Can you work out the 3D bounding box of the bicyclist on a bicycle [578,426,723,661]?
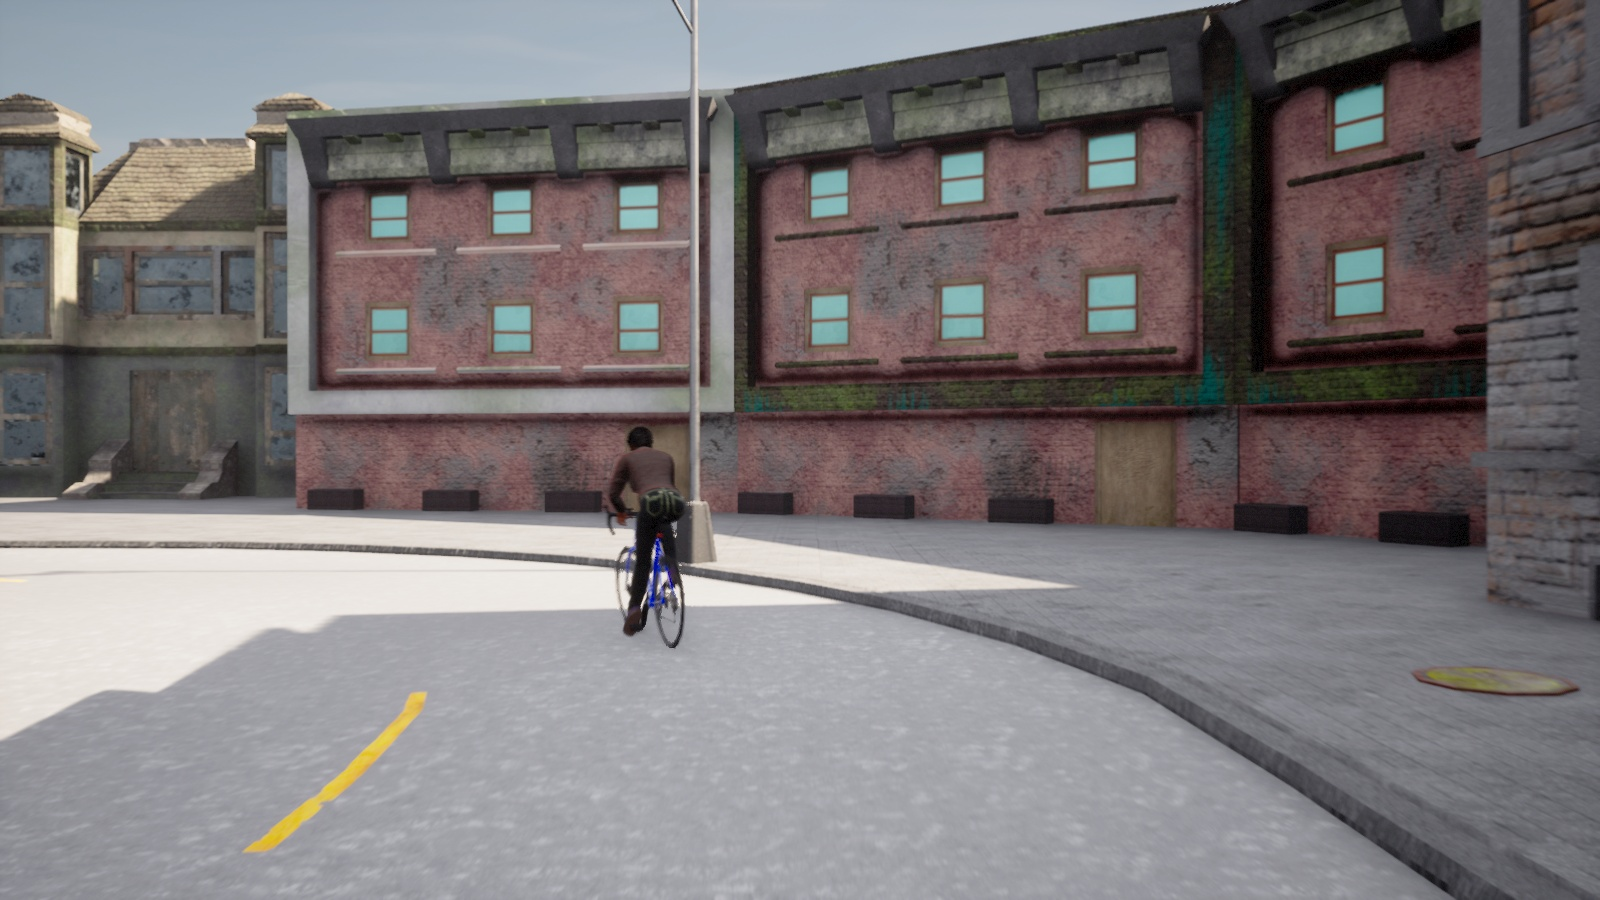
[{"bbox_3d":[-1.176,0.646,9.568,0.582,1.620,1.656,-2,1,-24],"label":"bicyclist on a bicycle"}]
